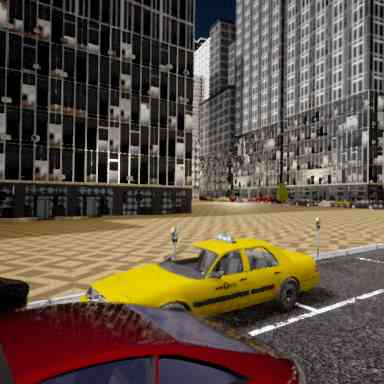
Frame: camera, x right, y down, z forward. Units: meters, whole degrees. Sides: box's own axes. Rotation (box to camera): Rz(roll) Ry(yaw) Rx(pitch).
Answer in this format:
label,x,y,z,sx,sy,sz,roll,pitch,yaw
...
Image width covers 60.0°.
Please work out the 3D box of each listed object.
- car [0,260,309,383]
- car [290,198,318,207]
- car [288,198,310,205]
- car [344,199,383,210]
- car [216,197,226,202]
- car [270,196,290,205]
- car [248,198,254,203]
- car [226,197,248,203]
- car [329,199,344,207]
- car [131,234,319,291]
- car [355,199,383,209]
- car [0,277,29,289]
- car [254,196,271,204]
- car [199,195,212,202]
label,x,y,z,sx,sy,sz,roll,pitch,yaw
car,-1.084,1.564,2.074,4.181,1.385,1.994,0,0,-35
car,18.391,1.712,53.568,2.008,1.369,4.403,1,-1,-22
car,21.463,1.922,66.916,2.008,1.369,4.403,1,-1,-22
car,22.609,1.649,43.210,2.008,1.369,4.403,1,-1,-22
car,7.911,1.841,79.306,1.752,1.417,4.829,1,-1,-22
car,16.284,1.632,58.749,1.967,1.590,4.097,1,-1,-22
car,15.133,2.046,82.460,1.802,1.307,4.206,1,-1,-22
car,9.957,1.725,74.286,1.967,1.590,4.097,1,-1,-22
car,25.619,1.835,56.711,1.752,1.417,4.829,1,-1,-22
car,0.435,1.528,6.341,4.829,1.417,1.752,0,1,-35
car,27.793,1.828,51.372,2.008,1.369,4.403,1,-1,-22
car,-3.928,1.565,3.283,4.313,1.339,1.947,0,1,-36
car,17.247,1.748,77.282,2.192,1.841,5.009,1,-1,-22
car,3.632,1.694,89.824,2.192,1.841,5.009,1,-1,-22
